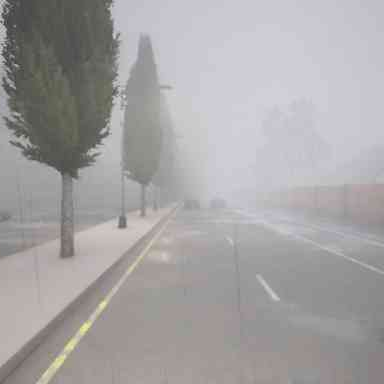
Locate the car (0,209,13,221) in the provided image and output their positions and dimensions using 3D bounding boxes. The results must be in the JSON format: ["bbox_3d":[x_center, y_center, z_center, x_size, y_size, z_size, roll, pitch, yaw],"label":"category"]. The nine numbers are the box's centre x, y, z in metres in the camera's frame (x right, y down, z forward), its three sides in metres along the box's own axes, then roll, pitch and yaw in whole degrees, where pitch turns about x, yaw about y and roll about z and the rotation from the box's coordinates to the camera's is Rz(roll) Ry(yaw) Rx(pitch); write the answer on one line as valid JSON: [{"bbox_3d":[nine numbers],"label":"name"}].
[{"bbox_3d":[-15.180,1.425,23.966,4.718,1.301,1.895,2,1,25],"label":"car"}]

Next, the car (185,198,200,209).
[{"bbox_3d":[0.038,1.478,44.692,1.994,1.385,4.181,0,0,0],"label":"car"}]

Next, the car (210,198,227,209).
[{"bbox_3d":[3.532,1.478,44.768,1.994,1.385,4.181,0,0,1],"label":"car"}]
